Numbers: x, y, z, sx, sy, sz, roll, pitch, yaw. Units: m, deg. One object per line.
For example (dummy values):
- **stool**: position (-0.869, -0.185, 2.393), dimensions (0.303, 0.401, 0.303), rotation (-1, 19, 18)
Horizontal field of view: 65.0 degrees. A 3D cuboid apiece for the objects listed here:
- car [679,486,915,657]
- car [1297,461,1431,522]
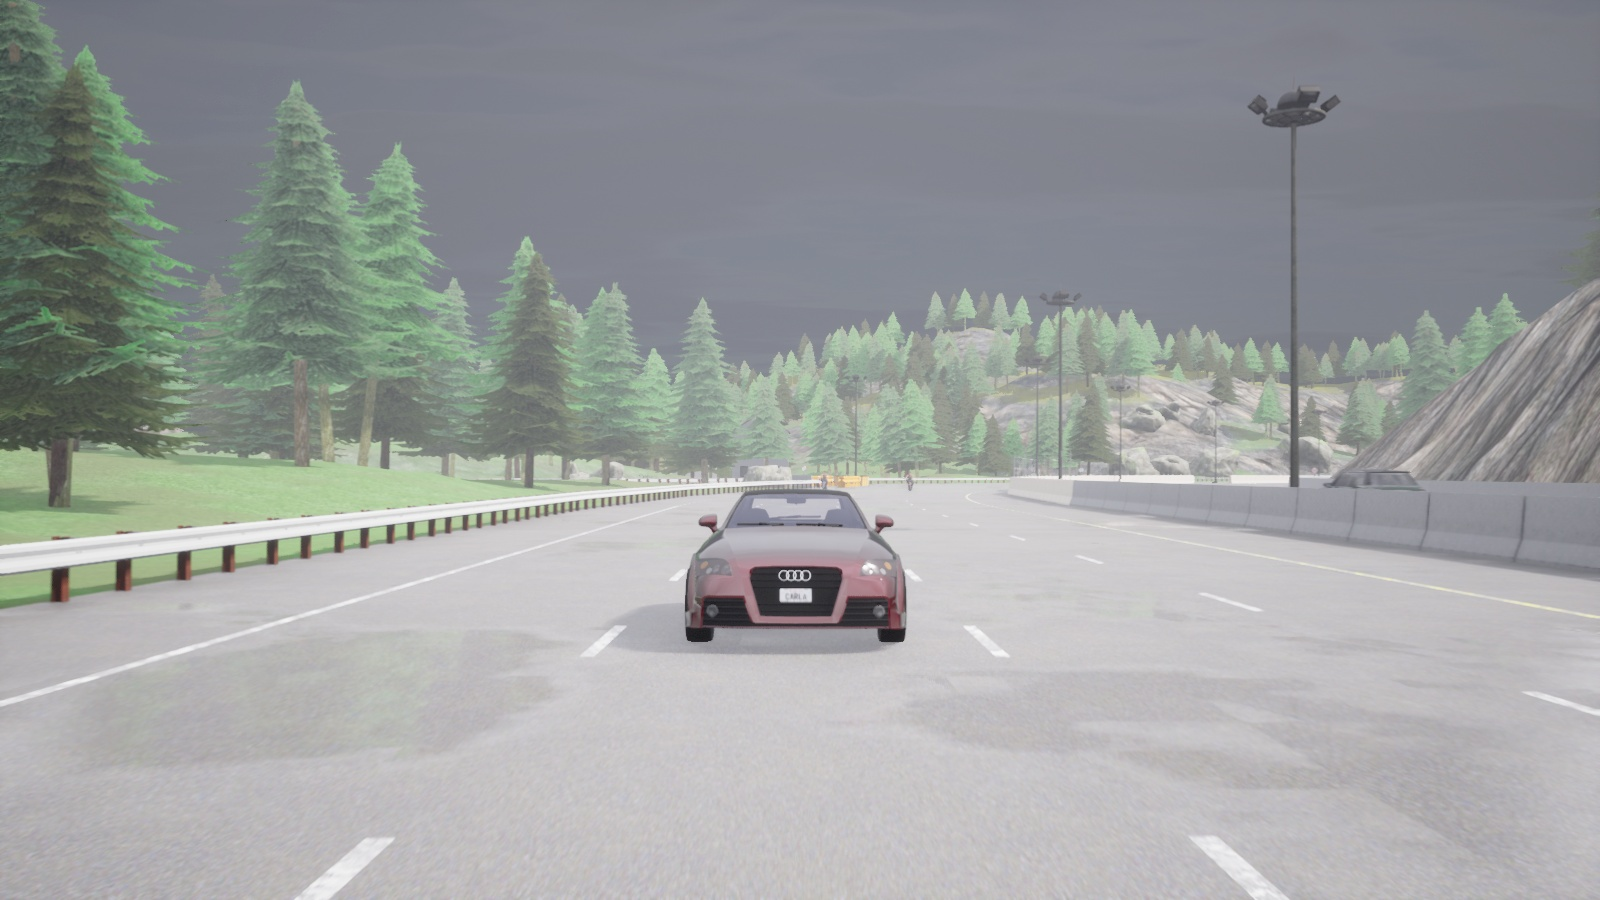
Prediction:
- **car**: position (-0.031, 1.091, 12.748), dimensions (1.994, 1.385, 4.181), rotation (0, -1, 0)
- **car**: position (17.405, 1.257, 39.030), dimensions (2.097, 1.767, 4.553), rotation (0, -1, 0)
